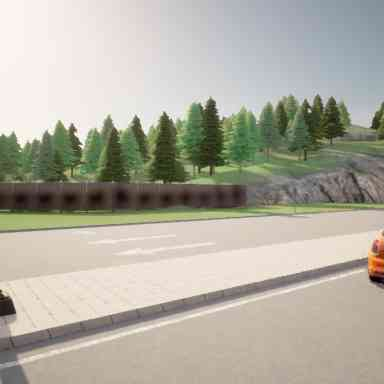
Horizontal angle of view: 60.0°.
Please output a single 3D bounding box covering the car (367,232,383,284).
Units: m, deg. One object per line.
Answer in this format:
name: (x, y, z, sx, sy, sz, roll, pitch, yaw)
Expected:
car: (6.422, 1.351, 8.328, 4.553, 1.767, 2.097, 0, 0, -35)
